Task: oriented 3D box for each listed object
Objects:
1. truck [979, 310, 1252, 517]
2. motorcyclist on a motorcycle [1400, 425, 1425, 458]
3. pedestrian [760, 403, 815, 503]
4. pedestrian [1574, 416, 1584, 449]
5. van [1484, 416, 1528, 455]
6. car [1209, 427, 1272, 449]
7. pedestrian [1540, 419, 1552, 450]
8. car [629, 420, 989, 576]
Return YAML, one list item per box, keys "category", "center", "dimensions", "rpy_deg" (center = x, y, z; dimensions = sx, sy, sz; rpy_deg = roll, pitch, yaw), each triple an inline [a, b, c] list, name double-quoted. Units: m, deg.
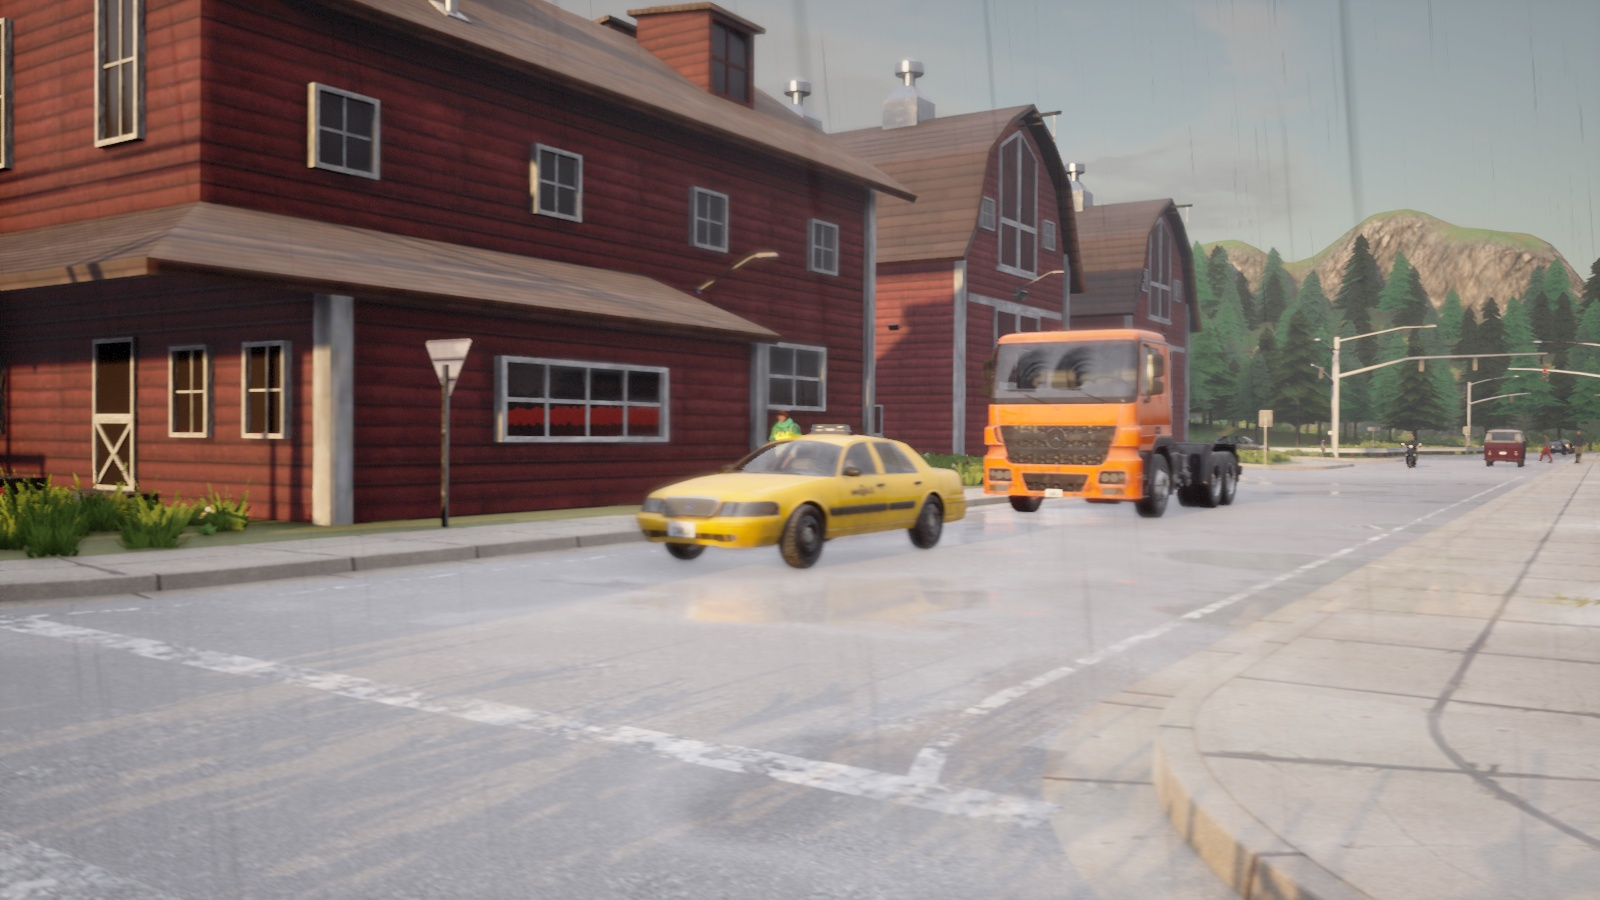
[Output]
- category: "truck"
  center: [6.581, -0.666, 25.070]
  dimensions: [2.891, 3.462, 7.936]
  rpy_deg: [0, 1, 33]
- category: "motorcyclist on a motorcycle"
  center: [30.016, -0.440, 61.520]
  dimensions: [0.866, 1.590, 1.817]
  rpy_deg: [0, 1, 33]
- category: "pedestrian"
  center: [-0.249, 0.051, 24.841]
  dimensions: [0.659, 1.952, 0.873]
  rpy_deg: [0, 1, 41]
- category: "pedestrian"
  center: [42.764, -0.958, 68.933]
  dimensions: [0.402, 1.842, 0.726]
  rpy_deg: [0, 1, 26]
- category: "van"
  center: [37.497, -0.787, 66.684]
  dimensions: [1.775, 1.987, 4.442]
  rpy_deg: [0, 1, 33]
- category: "car"
  center: [31.879, -0.863, 90.889]
  dimensions: [3.988, 1.617, 1.851]
  rpy_deg: [0, 1, 34]
- category: "pedestrian"
  center: [45.674, -0.950, 76.871]
  dimensions: [0.614, 1.847, 0.353]
  rpy_deg: [0, 1, 30]
- category: "car"
  center: [0.363, 0.443, 15.395]
  dimensions: [1.801, 1.575, 5.366]
  rpy_deg: [0, 1, 33]
